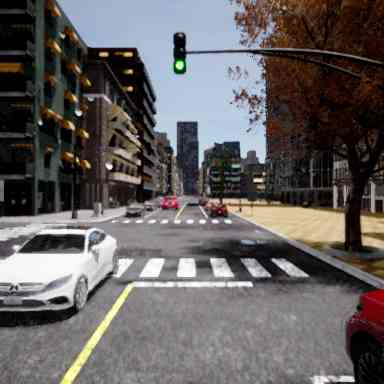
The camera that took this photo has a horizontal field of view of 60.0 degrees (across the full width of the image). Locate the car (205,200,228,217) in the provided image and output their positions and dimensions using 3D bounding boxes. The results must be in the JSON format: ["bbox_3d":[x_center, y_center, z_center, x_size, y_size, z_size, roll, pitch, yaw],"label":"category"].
[{"bbox_3d":[2.673,1.769,34.002,1.887,1.381,4.507,0,0,0],"label":"car"}]

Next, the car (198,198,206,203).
[{"bbox_3d":[2.644,2.194,89.327,2.008,1.369,4.403,0,0,0],"label":"car"}]

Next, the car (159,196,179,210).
[{"bbox_3d":[-3.027,1.564,47.695,2.150,2.045,5.566,0,0,0],"label":"car"}]

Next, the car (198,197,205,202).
[{"bbox_3d":[2.641,2.129,94.859,1.967,1.590,4.097,0,0,0],"label":"car"}]

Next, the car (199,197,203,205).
[{"bbox_3d":[2.659,2.009,61.663,1.802,1.307,4.206,0,0,0],"label":"car"}]

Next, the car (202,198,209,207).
[{"bbox_3d":[2.667,1.830,45.237,1.752,1.417,4.829,0,0,0],"label":"car"}]

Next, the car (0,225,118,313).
[{"bbox_3d":[-3.005,1.578,7.914,1.812,1.442,4.674,0,0,0],"label":"car"}]

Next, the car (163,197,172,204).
[{"bbox_3d":[-5.731,1.995,78.259,1.967,1.590,4.097,0,0,0],"label":"car"}]

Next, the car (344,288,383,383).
[{"bbox_3d":[2.691,1.326,1.616,2.192,1.841,5.009,0,0,0],"label":"car"}]

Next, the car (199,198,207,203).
[{"bbox_3d":[2.647,2.143,83.795,1.887,1.381,4.507,0,0,0],"label":"car"}]

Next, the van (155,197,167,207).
[{"bbox_3d":[-5.722,1.769,61.662,1.690,1.788,3.998,0,0,0],"label":"van"}]

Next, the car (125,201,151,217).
[{"bbox_3d":[-5.707,1.775,33.997,2.008,1.369,4.403,0,0,0],"label":"car"}]

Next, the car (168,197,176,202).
[{"bbox_3d":[-5.740,2.240,94.854,2.008,1.369,4.403,0,0,0],"label":"car"}]

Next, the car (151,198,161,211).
[{"bbox_3d":[-5.713,1.855,45.063,2.008,1.369,4.403,0,0,0],"label":"car"}]
